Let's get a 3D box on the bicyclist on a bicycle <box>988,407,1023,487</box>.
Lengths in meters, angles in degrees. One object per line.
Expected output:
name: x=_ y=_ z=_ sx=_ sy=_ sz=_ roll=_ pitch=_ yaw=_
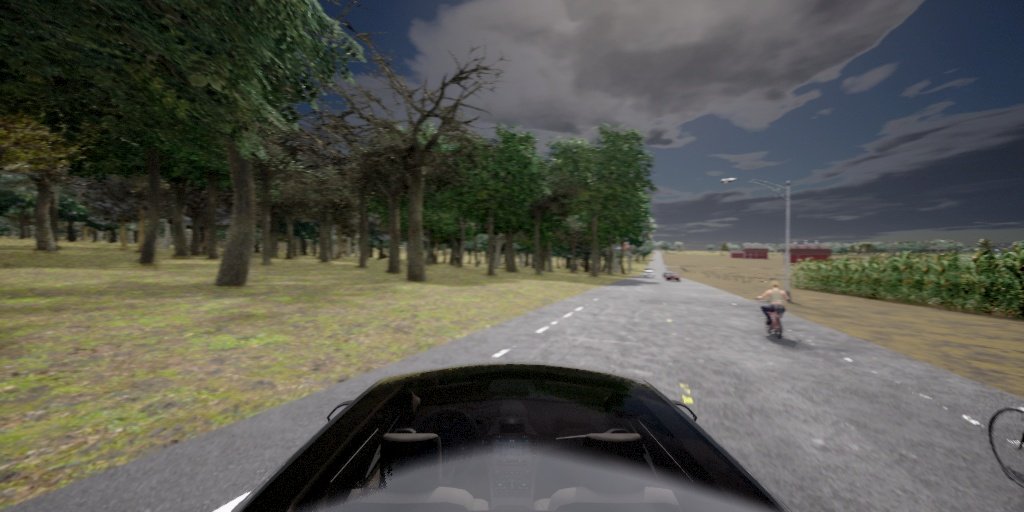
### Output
bicyclist on a bicycle: x=4.534 y=1.254 z=2.815 sx=0.659 sy=1.776 sz=1.843 roll=1 pitch=-1 yaw=22

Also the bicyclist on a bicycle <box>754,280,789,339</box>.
bicyclist on a bicycle: x=7.560 y=1.510 z=10.380 sx=0.866 sy=1.612 sz=1.509 roll=1 pitch=-1 yaw=22

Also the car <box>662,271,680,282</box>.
car: x=23.666 y=3.071 z=52.952 sx=1.895 sy=1.301 sz=4.718 roll=1 pitch=-2 yaw=22
